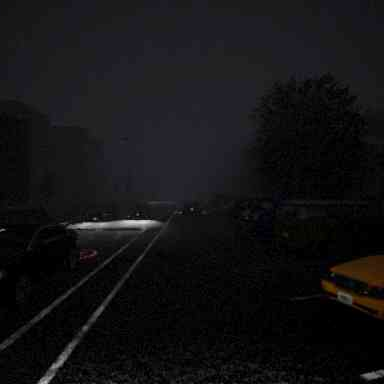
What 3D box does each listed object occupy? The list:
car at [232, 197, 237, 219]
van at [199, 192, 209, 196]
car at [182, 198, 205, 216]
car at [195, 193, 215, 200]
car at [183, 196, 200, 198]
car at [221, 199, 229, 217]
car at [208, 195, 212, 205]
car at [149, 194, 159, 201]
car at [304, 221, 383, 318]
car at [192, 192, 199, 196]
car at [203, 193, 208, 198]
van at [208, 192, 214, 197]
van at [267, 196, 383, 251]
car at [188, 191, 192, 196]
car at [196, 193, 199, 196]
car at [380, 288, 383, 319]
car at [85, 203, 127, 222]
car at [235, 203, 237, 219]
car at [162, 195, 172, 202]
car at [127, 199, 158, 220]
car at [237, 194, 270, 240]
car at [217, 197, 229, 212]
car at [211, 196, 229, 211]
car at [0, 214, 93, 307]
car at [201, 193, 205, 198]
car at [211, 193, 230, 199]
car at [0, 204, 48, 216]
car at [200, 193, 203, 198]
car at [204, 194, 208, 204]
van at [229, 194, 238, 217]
[{"bbox_3d":[5.272,1.395,21.466,4.553,1.767,2.185,1,0,-20],"label":"car"},{"bbox_3d":[4.253,1.110,65.895,4.442,1.987,1.878,1,1,-23],"label":"van"},{"bbox_3d":[0.000,1.587,33.092,1.994,1.385,4.181,0,0,0],"label":"car"},{"bbox_3d":[3.257,1.104,83.728,4.553,1.767,2.185,1,0,-24],"label":"car"},{"bbox_3d":[-0.244,1.576,46.416,1.895,1.301,4.718,0,0,-1],"label":"car"},{"bbox_3d":[5.253,1.547,27.394,4.792,1.488,2.163,1,0,-20],"label":"car"},{"bbox_3d":[5.066,1.505,45.201,4.674,1.452,2.002,1,1,-21],"label":"car"},{"bbox_3d":[-8.262,1.305,72.312,1.837,1.490,4.892,0,0,-3],"label":"car"},{"bbox_3d":[5.115,1.495,6.577,5.366,1.575,1.946,1,0,-20],"label":"car"},{"bbox_3d":[3.720,1.011,77.823,5.566,2.045,2.435,1,0,-24],"label":"car"},{"bbox_3d":[5.007,1.417,54.182,5.366,1.575,1.946,1,0,-22],"label":"car"},{"bbox_3d":[5.109,1.227,48.219,4.442,1.987,1.878,1,0,-22],"label":"van"},{"bbox_3d":[5.372,1.288,12.621,4.442,1.987,1.878,1,0,-20],"label":"van"},{"bbox_3d":[2.328,1.177,95.585,5.008,1.535,2.097,1,0,-25],"label":"car"},{"bbox_3d":[4.049,1.337,71.878,4.674,1.452,2.002,1,1,-23],"label":"car"},{"bbox_3d":[5.264,1.242,3.681,5.566,2.045,2.435,1,0,-20],"label":"car"},{"bbox_3d":[-7.098,1.582,27.078,2.033,1.411,5.357,0,0,0],"label":"car"},{"bbox_3d":[5.257,1.519,18.492,5.008,1.535,2.097,1,0,-20],"label":"car"},{"bbox_3d":[-5.468,1.324,72.489,1.812,1.442,4.674,0,0,-3],"label":"car"},{"bbox_3d":[-4.297,1.596,28.265,1.994,1.385,4.181,0,0,0],"label":"car"},{"bbox_3d":[5.288,1.266,15.548,5.566,2.045,2.435,1,0,-20],"label":"car"},{"bbox_3d":[5.395,1.512,30.409,5.366,1.575,1.946,1,0,-20],"label":"car"},{"bbox_3d":[5.037,1.502,33.250,5.366,1.575,1.946,1,0,-20],"label":"car"},{"bbox_3d":[-4.269,1.512,8.096,2.128,1.511,4.902,0,0,0],"label":"car"},{"bbox_3d":[4.595,1.418,60.026,4.674,1.452,2.002,0,1,-22],"label":"car"},{"bbox_3d":[5.132,1.364,39.250,4.553,1.767,2.185,1,0,-21],"label":"car"},{"bbox_3d":[-7.077,1.382,12.963,2.097,1.767,4.553,0,0,0],"label":"car"},{"bbox_3d":[4.491,1.397,62.979,4.674,1.452,2.002,1,0,-23],"label":"car"},{"bbox_3d":[4.916,1.435,51.144,5.008,1.535,2.097,1,0,-22],"label":"car"},{"bbox_3d":[5.342,1.295,24.465,4.442,1.987,1.878,1,0,-20],"label":"van"}]
